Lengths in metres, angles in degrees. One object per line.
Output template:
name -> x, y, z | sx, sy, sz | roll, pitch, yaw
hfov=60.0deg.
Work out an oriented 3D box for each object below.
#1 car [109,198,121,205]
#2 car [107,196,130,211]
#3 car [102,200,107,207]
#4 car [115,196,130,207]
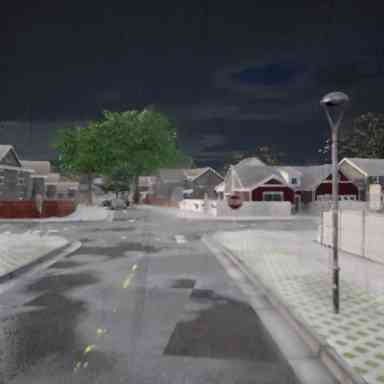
car -> -17.317, 2.072, 74.986 | 2.128, 1.511, 4.902 | 0, 0, -19
car -> -11.087, 1.838, 50.008 | 2.097, 1.767, 4.553 | 0, 0, -18
car -> -16.396, 2.179, 64.646 | 2.033, 1.411, 5.357 | 0, 0, -21
car -> -13.697, 1.836, 65.288 | 2.150, 2.045, 5.566 | 0, 0, -21
